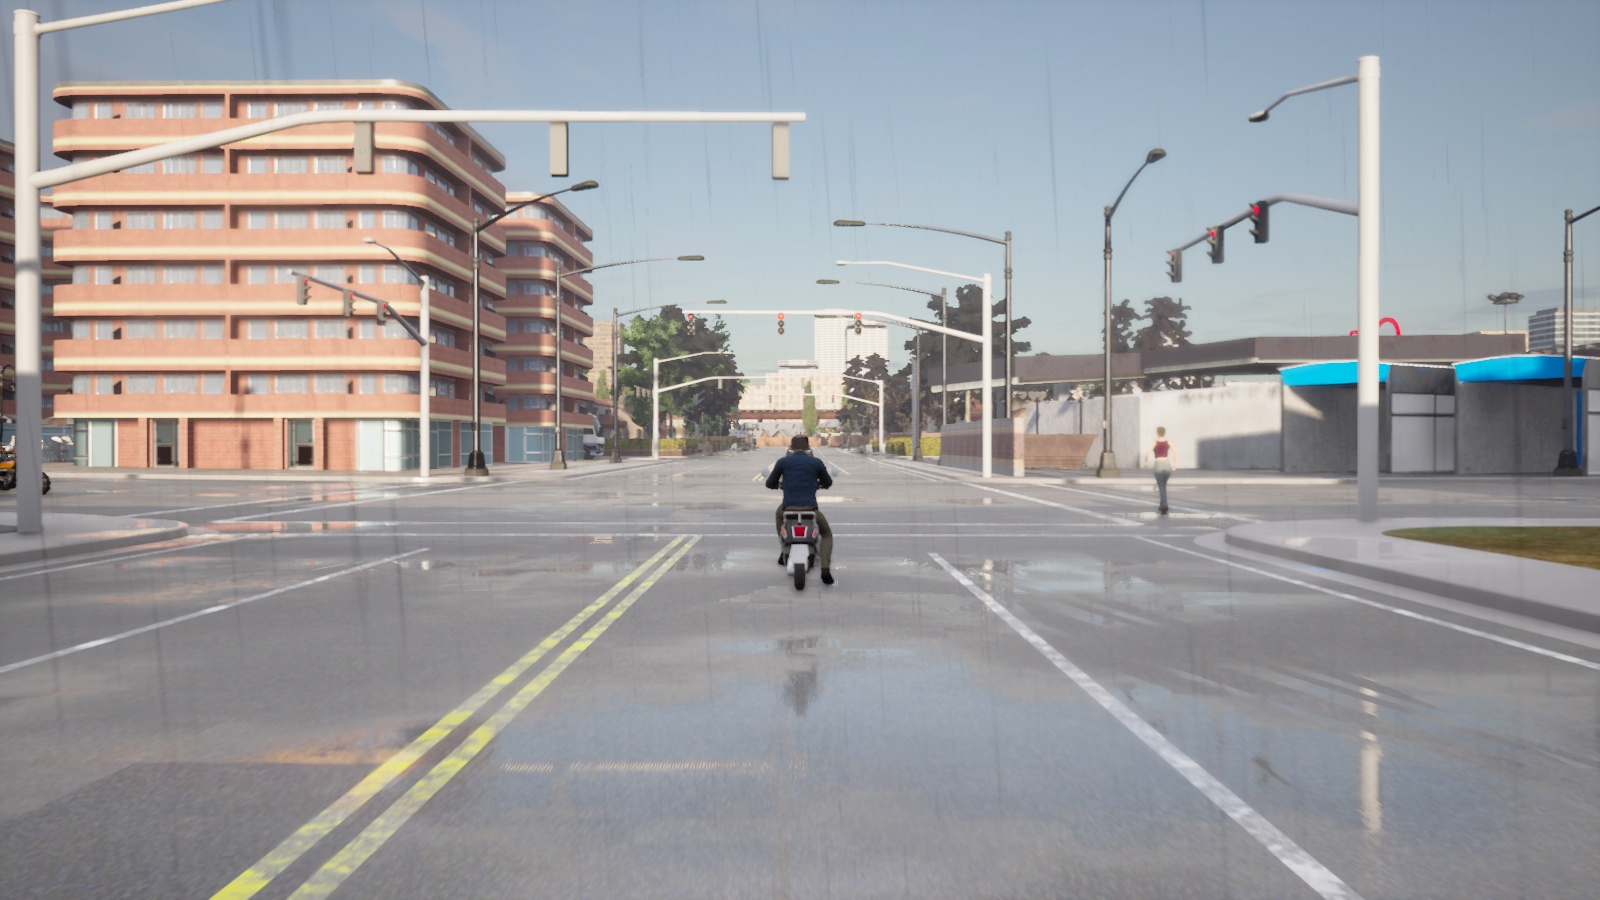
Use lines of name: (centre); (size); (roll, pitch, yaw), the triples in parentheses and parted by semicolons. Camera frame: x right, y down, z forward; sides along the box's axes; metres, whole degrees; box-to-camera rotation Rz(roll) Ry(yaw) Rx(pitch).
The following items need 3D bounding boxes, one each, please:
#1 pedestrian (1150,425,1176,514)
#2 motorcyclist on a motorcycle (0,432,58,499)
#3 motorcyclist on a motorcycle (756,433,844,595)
pedestrian: (7.556, 0.400, 26.145); (0.345, 1.836, 0.594); (0, 0, -3)
motorcyclist on a motorcycle: (-20.109, 0.379, 31.639); (2.350, 1.649, 0.766); (1, 0, 1)
motorcyclist on a motorcycle: (0.003, 0.625, 13.254); (0.866, 1.590, 1.817); (0, 0, 0)
